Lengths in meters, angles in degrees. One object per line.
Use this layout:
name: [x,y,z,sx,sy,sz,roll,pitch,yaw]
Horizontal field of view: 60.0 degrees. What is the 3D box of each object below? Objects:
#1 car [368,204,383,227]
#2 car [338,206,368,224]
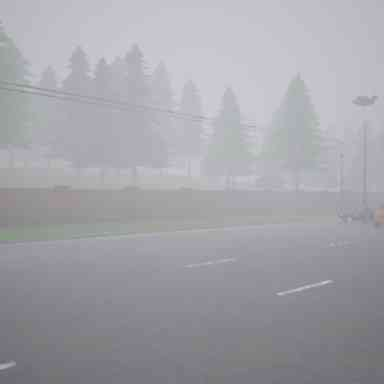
car: [14.358,1.509,22.594,4.553,1.767,2.097,1,0,-36]
car: [13.703,1.770,26.426,4.718,1.301,1.895,0,0,-36]
